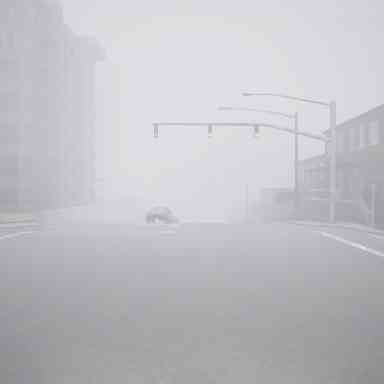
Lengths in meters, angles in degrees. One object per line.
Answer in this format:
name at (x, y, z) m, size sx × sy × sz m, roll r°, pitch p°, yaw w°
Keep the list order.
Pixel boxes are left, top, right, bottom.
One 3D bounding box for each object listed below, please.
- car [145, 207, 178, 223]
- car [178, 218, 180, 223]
car at (-2.669, 1.953, 28.381) m, size 2.033 × 1.411 × 5.357 m, roll 0°, pitch -4°, yaw 2°
car at (-2.362, 3.457, 38.272) m, size 1.994 × 1.385 × 4.181 m, roll 0°, pitch -12°, yaw 2°
